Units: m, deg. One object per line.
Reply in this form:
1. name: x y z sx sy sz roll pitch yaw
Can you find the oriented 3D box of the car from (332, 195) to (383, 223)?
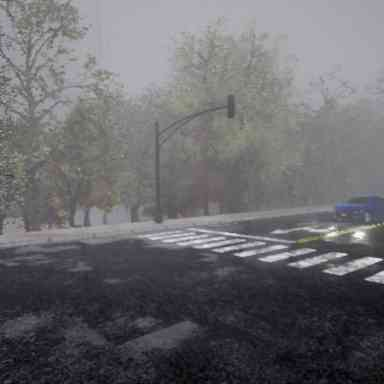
1. car: 10.459 0.950 20.310 5.008 1.535 1.882 -2 1 -39
